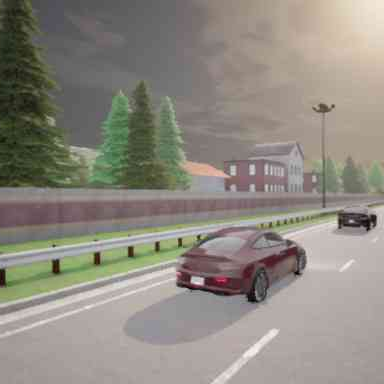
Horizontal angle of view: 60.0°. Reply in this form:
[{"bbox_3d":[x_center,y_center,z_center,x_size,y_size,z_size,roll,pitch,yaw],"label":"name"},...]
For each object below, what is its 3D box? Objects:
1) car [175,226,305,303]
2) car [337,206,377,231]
[{"bbox_3d":[1.424,1.605,8.466,1.812,1.442,4.674,0,-1,35],"label":"car"},{"bbox_3d":[11.276,1.686,22.589,1.882,1.535,5.008,0,-1,35],"label":"car"}]
